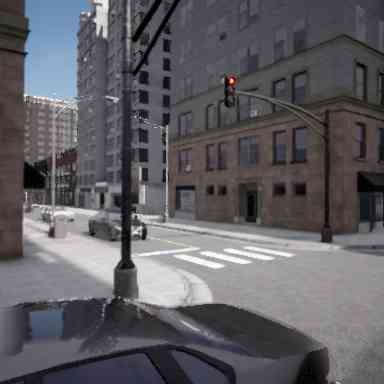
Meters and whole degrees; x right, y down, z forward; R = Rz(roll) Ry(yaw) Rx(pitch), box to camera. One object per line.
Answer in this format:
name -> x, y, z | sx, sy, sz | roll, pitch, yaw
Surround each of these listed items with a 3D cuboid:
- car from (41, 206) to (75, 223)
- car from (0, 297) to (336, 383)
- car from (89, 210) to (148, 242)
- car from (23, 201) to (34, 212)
car -> -11.513, 1.871, 28.526 | 1.895, 1.301, 4.718 | 1, -1, -35
car -> -1.253, 1.556, 2.034 | 5.357, 1.411, 2.033 | 1, -1, -35
car -> -4.103, 1.704, 17.885 | 1.812, 1.442, 4.674 | 1, -1, -36
car -> -22.663, 1.948, 44.699 | 1.812, 1.442, 4.674 | 1, -1, -34
